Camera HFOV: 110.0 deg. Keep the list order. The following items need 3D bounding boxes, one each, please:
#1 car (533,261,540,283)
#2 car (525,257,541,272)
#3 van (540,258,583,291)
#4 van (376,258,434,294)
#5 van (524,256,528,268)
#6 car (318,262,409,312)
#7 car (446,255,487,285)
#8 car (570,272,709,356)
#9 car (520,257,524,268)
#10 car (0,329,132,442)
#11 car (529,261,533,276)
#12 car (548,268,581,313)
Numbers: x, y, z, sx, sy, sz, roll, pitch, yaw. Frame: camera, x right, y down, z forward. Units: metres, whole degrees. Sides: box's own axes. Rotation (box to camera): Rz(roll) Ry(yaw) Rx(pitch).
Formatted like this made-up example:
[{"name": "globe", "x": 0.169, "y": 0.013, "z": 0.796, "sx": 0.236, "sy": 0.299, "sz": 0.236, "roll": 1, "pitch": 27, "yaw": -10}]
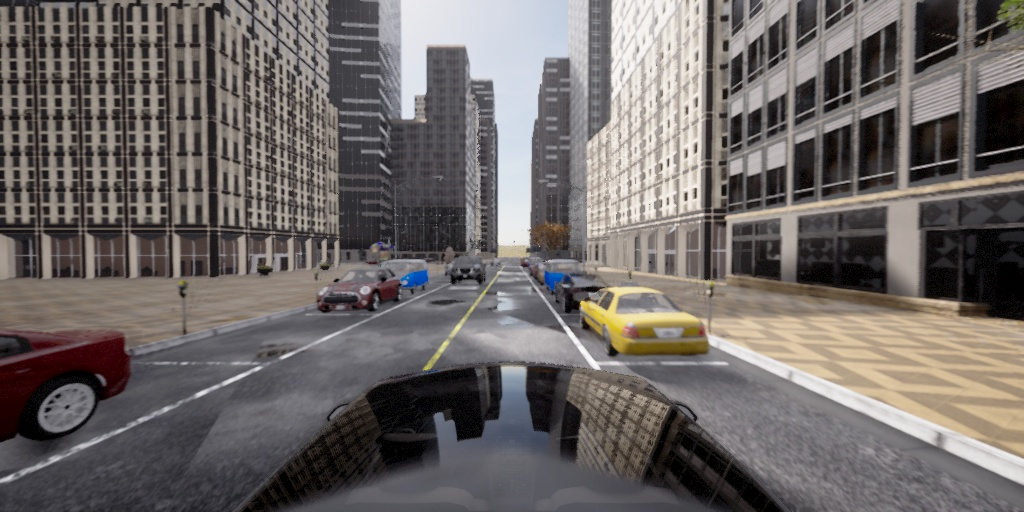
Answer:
[{"name": "car", "x": 2.688, "y": 1.259, "z": 25.309, "sx": 1.751, "sy": 1.417, "sz": 4.829, "roll": 0, "pitch": 0, "yaw": 0}, {"name": "car", "x": 2.685, "y": 1.165, "z": 36.391, "sx": 1.967, "sy": 1.591, "sz": 4.097, "roll": 0, "pitch": 0, "yaw": 0}, {"name": "van", "x": 2.689, "y": 1.079, "z": 19.514, "sx": 1.690, "sy": 1.789, "sz": 3.998, "roll": 0, "pitch": 0, "yaw": 0}, {"name": "van", "x": -5.693, "y": 1.078, "z": 19.513, "sx": 1.690, "sy": 1.789, "sz": 3.998, "roll": 0, "pitch": 0, "yaw": 0}, {"name": "van", "x": 2.684, "y": 1.062, "z": 42.016, "sx": 1.690, "sy": 1.789, "sz": 3.998, "roll": 0, "pitch": 0, "yaw": 0}, {"name": "car", "x": -5.692, "y": 1.181, "z": 13.887, "sx": 1.967, "sy": 1.591, "sz": 4.097, "roll": 0, "pitch": 0, "yaw": 0}, {"name": "car", "x": -3.101, "y": 0.954, "z": 26.474, "sx": 2.150, "sy": 2.045, "sz": 5.566, "roll": 0, "pitch": 0, "yaw": 0}, {"name": "car", "x": 2.691, "y": 1.271, "z": 8.434, "sx": 1.751, "sy": 1.417, "sz": 4.829, "roll": 0, "pitch": 0, "yaw": 0}, {"name": "car", "x": 2.681, "y": 1.253, "z": 58.892, "sx": 1.888, "sy": 1.381, "sz": 4.507, "roll": 0, "pitch": 0, "yaw": 0}, {"name": "car", "x": -5.690, "y": 1.294, "z": 2.637, "sx": 1.888, "sy": 1.381, "sz": 4.507, "roll": 0, "pitch": 0, "yaw": 0}, {"name": "car", "x": 2.686, "y": 1.311, "z": 30.765, "sx": 1.802, "sy": 1.307, "sz": 4.207, "roll": 0, "pitch": 0, "yaw": 0}, {"name": "car", "x": 2.690, "y": 1.308, "z": 13.889, "sx": 1.948, "sy": 1.339, "sz": 4.313, "roll": 0, "pitch": 0, "yaw": 0}]
